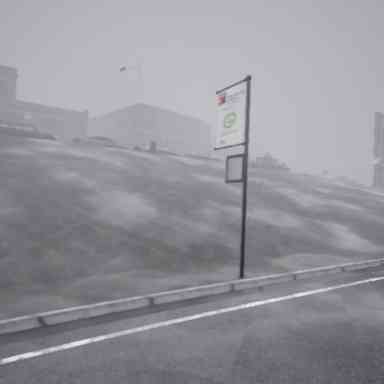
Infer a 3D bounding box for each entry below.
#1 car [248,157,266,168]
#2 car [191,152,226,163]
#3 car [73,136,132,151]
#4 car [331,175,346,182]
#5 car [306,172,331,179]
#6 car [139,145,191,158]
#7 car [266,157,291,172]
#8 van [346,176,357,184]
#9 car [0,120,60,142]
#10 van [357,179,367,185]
[{"bbox_3d":[5.714,-3.144,37.347,4.553,1.767,2.185,3,-1,-40],"label":"car"},{"bbox_3d":[1.404,-3.256,33.714,4.892,1.521,2.231,3,-1,-39],"label":"car"},{"bbox_3d":[-7.185,-3.656,26.949,4.792,1.488,2.163,3,-1,-37],"label":"car"},{"bbox_3d":[21.891,-1.832,52.483,2.002,1.452,4.674,1,-2,45],"label":"car"},{"bbox_3d":[17.966,-2.149,48.582,4.674,1.452,2.002,4,-2,-44],"label":"car"},{"bbox_3d":[-2.816,-3.430,30.315,4.674,1.452,2.002,3,-1,-38],"label":"car"},{"bbox_3d":[9.937,-3.011,41.040,5.566,2.045,2.435,3,-2,-41],"label":"car"},{"bbox_3d":[25.860,-1.751,56.542,1.878,1.987,4.442,1,-3,44],"label":"van"},{"bbox_3d":[-11.779,-4.036,23.545,4.553,1.767,2.185,3,-1,-35],"label":"car"},{"bbox_3d":[29.620,-1.392,60.594,1.878,1.987,4.442,1,-3,43],"label":"van"}]
